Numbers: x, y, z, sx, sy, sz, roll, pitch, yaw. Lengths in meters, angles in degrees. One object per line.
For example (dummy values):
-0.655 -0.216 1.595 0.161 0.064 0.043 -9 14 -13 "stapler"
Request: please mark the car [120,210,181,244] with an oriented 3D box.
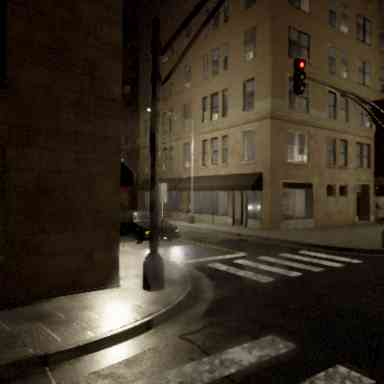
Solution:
-2.686 1.628 16.655 2.033 1.411 5.357 1 0 -35 "car"
